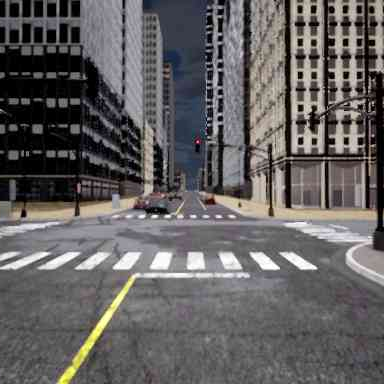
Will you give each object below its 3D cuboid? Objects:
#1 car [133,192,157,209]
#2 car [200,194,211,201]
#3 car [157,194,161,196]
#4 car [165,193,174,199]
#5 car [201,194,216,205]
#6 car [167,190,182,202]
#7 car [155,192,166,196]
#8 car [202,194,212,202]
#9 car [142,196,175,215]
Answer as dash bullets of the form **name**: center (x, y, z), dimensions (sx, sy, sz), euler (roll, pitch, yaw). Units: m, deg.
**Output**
- **car**: center (-5.662, 1.165, 38.907), dimensions (1.967, 1.590, 4.097), euler (1, 0, 0)
- **car**: center (2.724, 1.094, 66.850), dimensions (1.947, 1.339, 4.313), euler (1, 0, 0)
- **car**: center (-5.664, 1.267, 44.483), dimensions (1.802, 1.307, 4.206), euler (1, 0, 0)
- **car**: center (-5.651, 0.962, 83.508), dimensions (2.008, 1.369, 4.403), euler (1, 0, 0)
- **car**: center (2.718, 1.228, 50.117), dimensions (1.802, 1.307, 4.206), euler (1, 0, 0)
- **car**: center (-2.982, 0.656, 62.558), dimensions (2.150, 2.045, 5.566), euler (0, 1, 0)
- **car**: center (-5.656, 0.961, 50.056), dimensions (2.192, 1.841, 5.009), euler (1, 0, 0)
- **car**: center (2.723, 1.091, 61.442), dimensions (1.752, 1.417, 4.829), euler (1, 0, 0)
- **car**: center (-3.055, 1.365, 31.272), dimensions (1.994, 1.385, 4.181), euler (0, 1, 4)
